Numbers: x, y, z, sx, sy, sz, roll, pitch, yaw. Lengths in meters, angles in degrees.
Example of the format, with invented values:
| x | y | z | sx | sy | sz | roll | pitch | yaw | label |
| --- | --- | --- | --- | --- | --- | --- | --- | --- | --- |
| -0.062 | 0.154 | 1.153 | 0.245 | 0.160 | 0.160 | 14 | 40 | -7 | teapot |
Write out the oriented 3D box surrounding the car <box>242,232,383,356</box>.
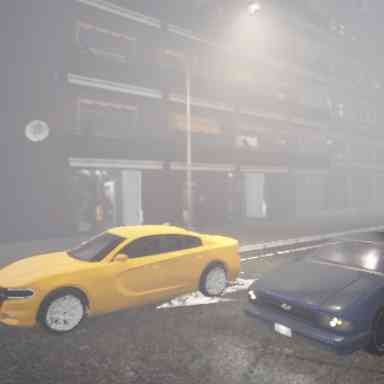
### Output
| x | y | z | sx | sy | sz | roll | pitch | yaw | label |
| --- | --- | --- | --- | --- | --- | --- | --- | --- | --- |
| 3.404 | 1.501 | 6.185 | 5.357 | 1.411 | 2.033 | -1 | 0 | -36 | car |

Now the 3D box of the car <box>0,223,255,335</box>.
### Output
| x | y | z | sx | sy | sz | roll | pitch | yaw | label |
| --- | --- | --- | --- | --- | --- | --- | --- | --- | --- |
| -1.211 | 1.457 | 6.872 | 5.008 | 1.535 | 1.882 | 0 | 0 | -36 | car |
